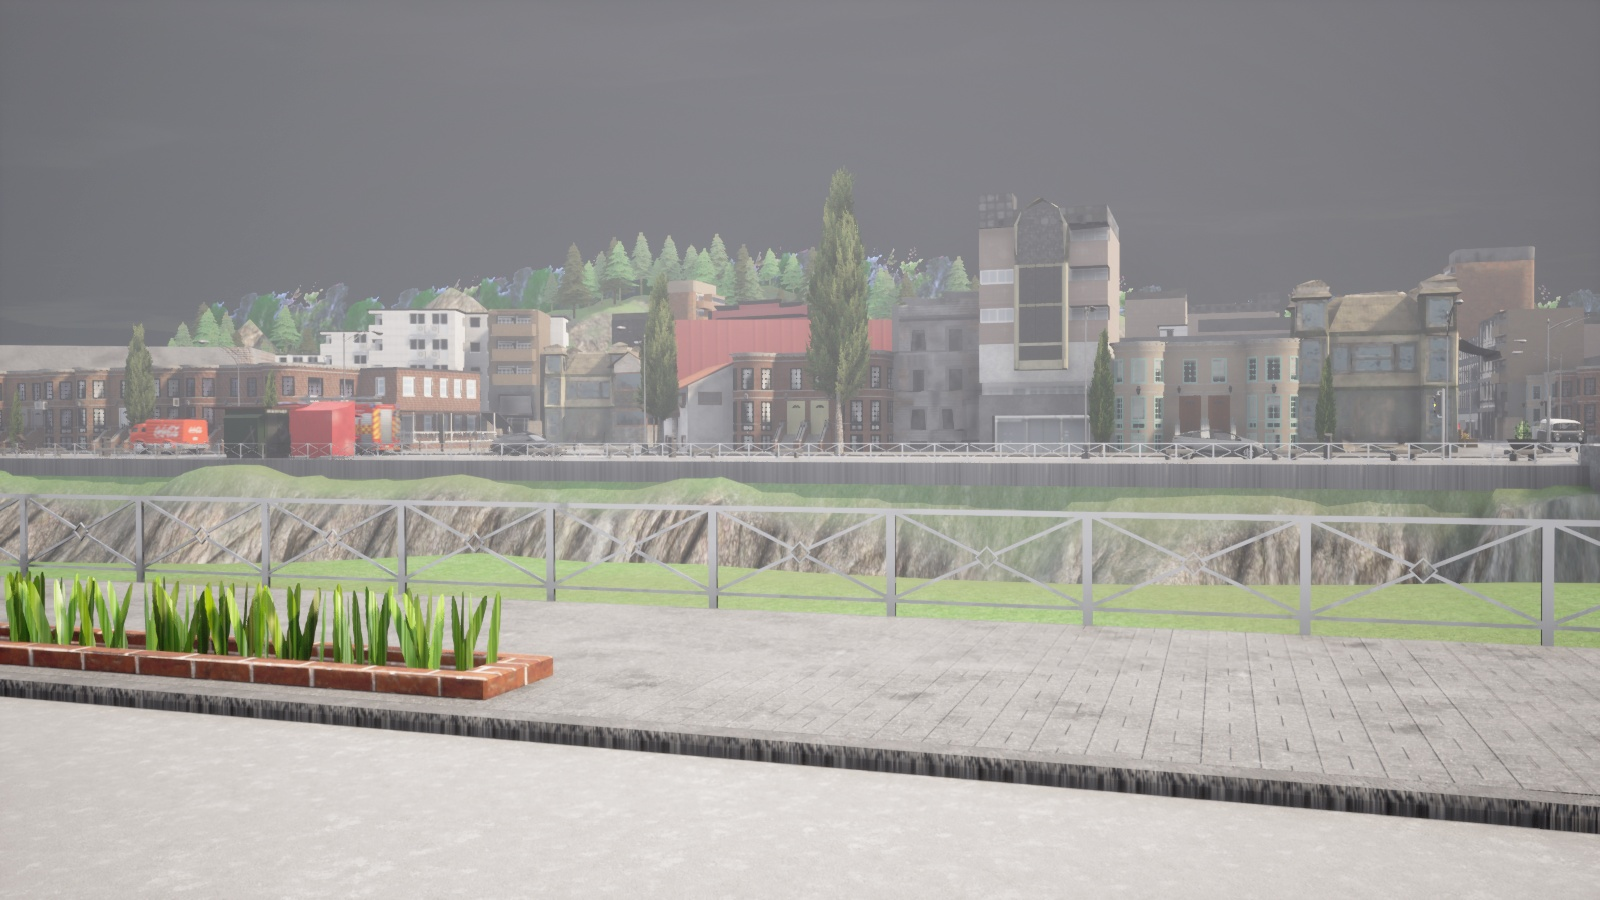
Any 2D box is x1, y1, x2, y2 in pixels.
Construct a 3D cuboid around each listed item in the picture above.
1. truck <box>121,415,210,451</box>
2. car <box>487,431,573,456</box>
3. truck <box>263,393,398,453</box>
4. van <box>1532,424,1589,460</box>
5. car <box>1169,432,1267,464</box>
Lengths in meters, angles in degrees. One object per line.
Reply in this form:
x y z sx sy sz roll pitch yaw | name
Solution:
-44.421 -1.232 87.958 5.204 2.467 2.627 1 1 19 | truck
-15.938 -0.394 74.180 4.674 1.442 1.812 1 1 19 | car
-31.212 -1.790 83.511 8.468 3.827 2.891 1 1 19 | truck
46.873 -0.523 77.466 2.069 2.038 4.480 1 2 19 | van
20.593 -0.141 61.907 4.514 1.525 2.007 1 1 19 | car
